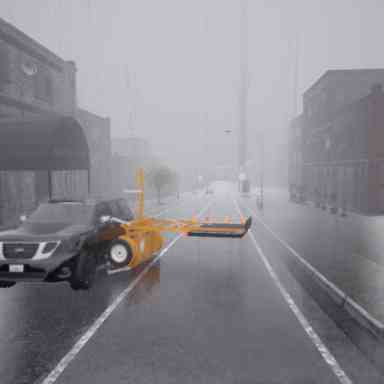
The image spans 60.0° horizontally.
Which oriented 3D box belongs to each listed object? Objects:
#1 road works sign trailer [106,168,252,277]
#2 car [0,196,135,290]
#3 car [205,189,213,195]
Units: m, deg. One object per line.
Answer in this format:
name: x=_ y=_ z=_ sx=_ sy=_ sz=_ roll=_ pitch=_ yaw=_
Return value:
road works sign trailer: x=-0.217 y=0.765 z=9.230 sx=3.560 sy=2.880 sz=2.380 roll=0 pitch=0 yaw=14
car: x=-3.216 y=1.161 z=9.370 sx=2.150 sy=2.045 sz=5.566 roll=-1 pitch=0 yaw=6
car: x=4.020 y=-0.091 z=77.273 sx=2.033 sy=1.411 sz=5.357 roll=0 pitch=2 yaw=6
